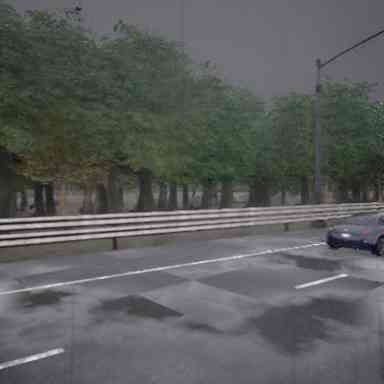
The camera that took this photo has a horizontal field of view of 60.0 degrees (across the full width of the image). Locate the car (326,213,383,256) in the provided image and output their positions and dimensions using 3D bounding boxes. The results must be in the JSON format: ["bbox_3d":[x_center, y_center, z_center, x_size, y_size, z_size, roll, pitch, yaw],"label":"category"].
[{"bbox_3d":[7.151,1.520,13.038,4.181,1.385,1.994,0,0,-35],"label":"car"}]
